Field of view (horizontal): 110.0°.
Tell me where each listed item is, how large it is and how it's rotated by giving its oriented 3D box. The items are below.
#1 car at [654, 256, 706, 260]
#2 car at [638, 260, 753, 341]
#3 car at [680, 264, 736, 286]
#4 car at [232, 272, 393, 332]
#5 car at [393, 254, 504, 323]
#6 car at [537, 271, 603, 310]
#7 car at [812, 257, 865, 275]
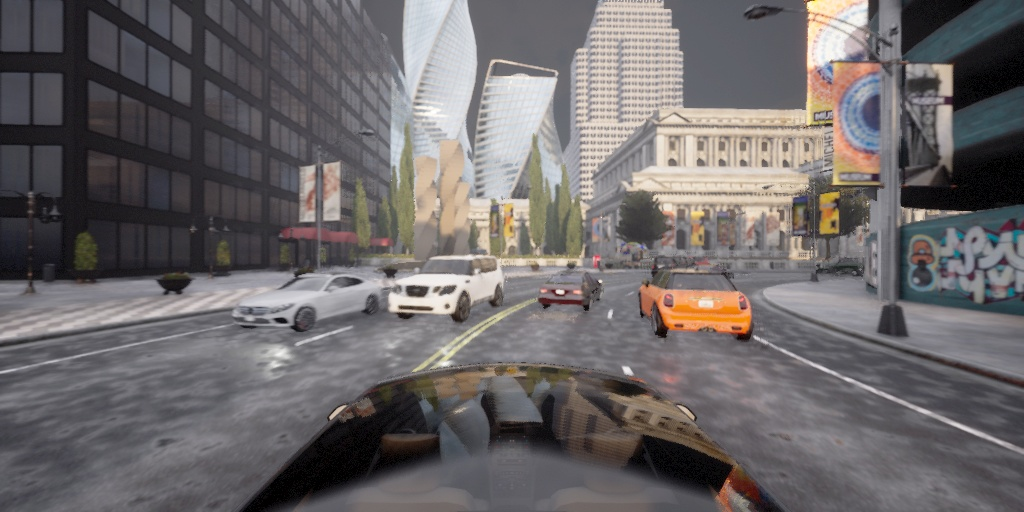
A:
[{"bbox_3d":[14.071,1.027,30.665,5.566,2.045,2.150,0,0,-40],"label":"car"},{"bbox_3d":[4.933,1.122,10.304,2.097,1.767,4.553,0,0,13],"label":"car"},{"bbox_3d":[14.724,1.358,26.744,5.357,1.411,2.033,0,0,-42],"label":"car"},{"bbox_3d":[-5.831,1.246,10.948,1.812,1.442,4.674,0,0,13],"label":"car"},{"bbox_3d":[-1.945,0.959,12.630,2.150,2.045,5.566,0,0,16],"label":"car"},{"bbox_3d":[2.570,1.305,14.850,2.033,1.411,5.357,0,0,21],"label":"car"},{"bbox_3d":[39.113,1.143,42.783,5.566,2.045,2.150,1,0,-1],"label":"car"}]
